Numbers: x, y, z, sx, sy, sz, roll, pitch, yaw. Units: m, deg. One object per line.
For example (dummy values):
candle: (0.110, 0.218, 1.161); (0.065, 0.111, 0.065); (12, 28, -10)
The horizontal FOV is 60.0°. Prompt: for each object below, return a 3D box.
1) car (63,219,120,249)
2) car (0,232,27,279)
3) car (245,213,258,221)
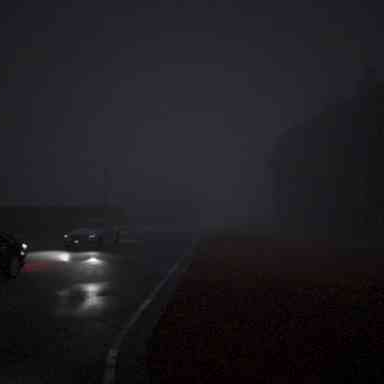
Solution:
car: (-5.424, 2.269, 18.596); (1.812, 1.442, 4.674); (1, -3, 6)
car: (-6.318, 1.766, 8.679); (1.837, 1.490, 4.892); (1, -3, 5)
car: (11.191, 4.688, 61.826); (1.812, 1.442, 4.674); (1, -3, 18)
